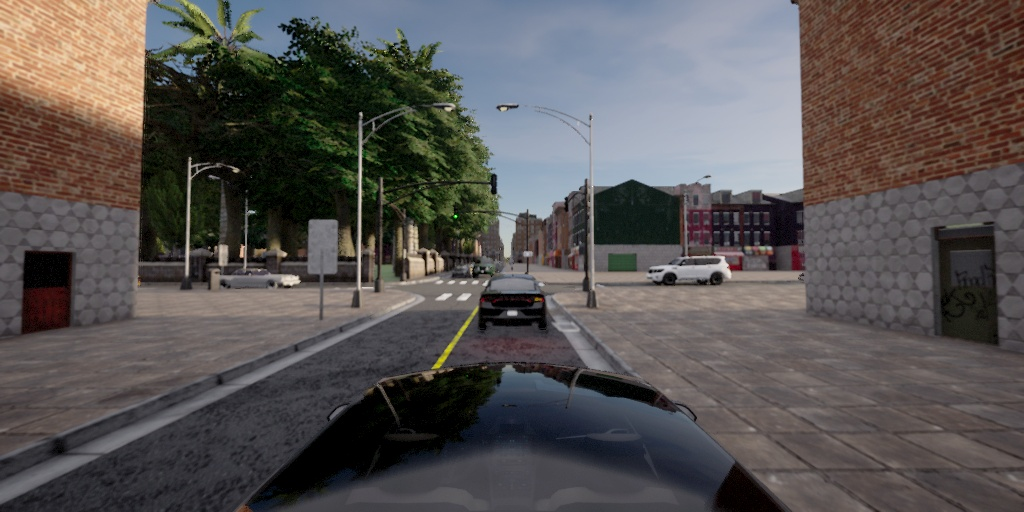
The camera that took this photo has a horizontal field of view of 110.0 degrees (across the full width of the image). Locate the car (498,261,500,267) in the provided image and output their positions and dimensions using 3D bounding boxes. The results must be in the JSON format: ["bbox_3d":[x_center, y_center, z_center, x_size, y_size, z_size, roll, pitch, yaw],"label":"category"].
[{"bbox_3d":[-3.047,1.586,48.741,1.882,1.535,5.008,0,-1,0],"label":"car"}]

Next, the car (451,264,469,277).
[{"bbox_3d":[-5.536,1.578,39.140,2.007,1.370,4.403,0,0,0],"label":"car"}]

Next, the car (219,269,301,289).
[{"bbox_3d":[-16.162,1.479,22.711,4.718,1.301,1.895,0,-2,0],"label":"car"}]

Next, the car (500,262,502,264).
[{"bbox_3d":[-3.124,1.750,59.244,2.033,1.411,5.357,0,-1,-1],"label":"car"}]

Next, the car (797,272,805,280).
[{"bbox_3d":[23.824,1.269,25.891,5.357,1.411,2.033,-1,-2,-1],"label":"car"}]

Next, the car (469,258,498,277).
[{"bbox_3d":[-2.968,1.243,38.337,2.150,2.045,5.566,0,0,-1],"label":"car"}]

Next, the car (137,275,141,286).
[{"bbox_3d":[-26.542,1.350,22.667,5.008,1.535,1.882,0,-2,0],"label":"car"}]

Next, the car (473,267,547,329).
[{"bbox_3d":[0.037,1.296,11.524,1.882,1.535,5.008,0,0,1],"label":"car"}]

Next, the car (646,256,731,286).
[{"bbox_3d":[12.650,1.063,25.829,5.566,2.045,2.150,-1,-2,0],"label":"car"}]
